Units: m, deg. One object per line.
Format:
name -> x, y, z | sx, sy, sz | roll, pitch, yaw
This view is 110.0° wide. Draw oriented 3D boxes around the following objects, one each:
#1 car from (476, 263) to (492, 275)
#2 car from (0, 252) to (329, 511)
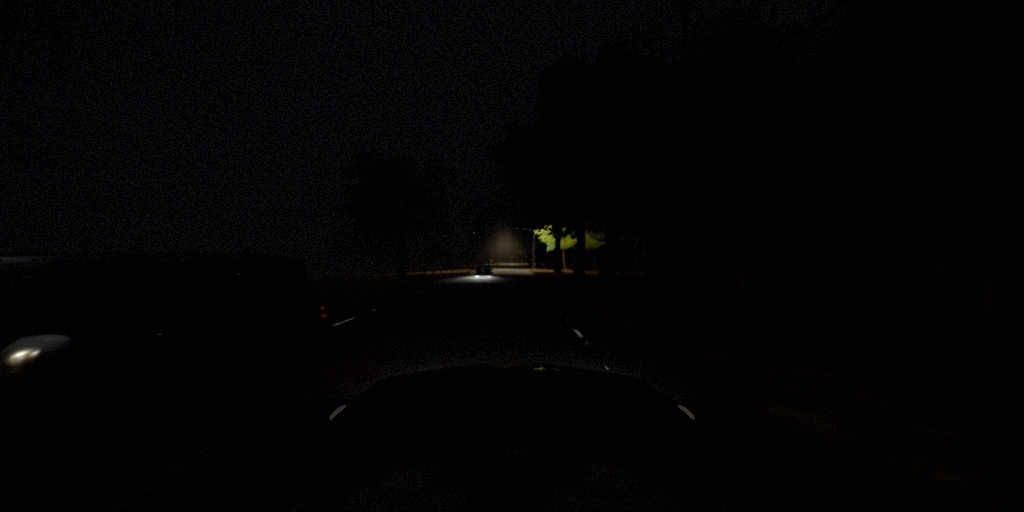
car -> -3.550, 1.672, 45.990 | 2.128, 1.511, 4.902 | 0, -1, 0
car -> -3.599, 0.980, 2.702 | 2.150, 2.045, 5.566 | 0, 0, 0
